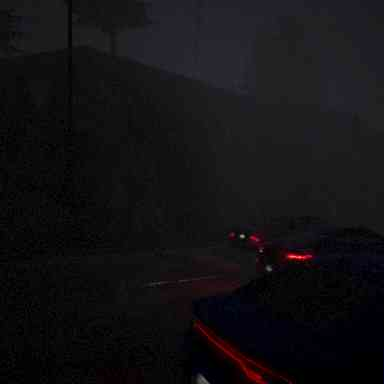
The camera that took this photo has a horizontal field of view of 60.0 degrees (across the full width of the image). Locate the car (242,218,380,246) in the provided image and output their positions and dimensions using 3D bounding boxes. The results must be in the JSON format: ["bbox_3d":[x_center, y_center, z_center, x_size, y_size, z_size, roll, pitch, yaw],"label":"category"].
[{"bbox_3d":[3.803,1.525,8.405,4.674,1.442,1.812,0,0,-25],"label":"car"}]

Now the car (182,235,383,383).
[{"bbox_3d":[2.360,1.477,3.862,5.008,1.535,1.882,0,0,-24],"label":"car"}]

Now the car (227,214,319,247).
[{"bbox_3d":[3.917,1.546,12.305,5.357,1.411,2.033,0,0,-27],"label":"car"}]
